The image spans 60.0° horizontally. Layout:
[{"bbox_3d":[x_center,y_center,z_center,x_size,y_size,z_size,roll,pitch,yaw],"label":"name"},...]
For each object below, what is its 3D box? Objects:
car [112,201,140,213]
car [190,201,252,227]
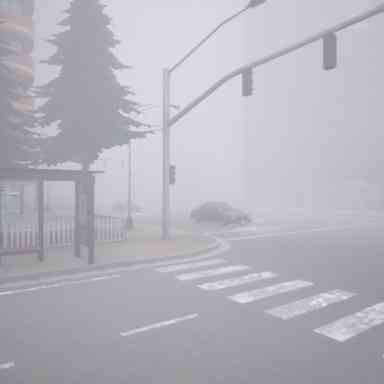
[{"bbox_3d":[-7.438,1.667,37.368,1.994,1.385,4.181,0,0,-36],"label":"car"},{"bbox_3d":[1.914,1.613,24.054,2.033,1.411,5.357,0,0,-34],"label":"car"}]
